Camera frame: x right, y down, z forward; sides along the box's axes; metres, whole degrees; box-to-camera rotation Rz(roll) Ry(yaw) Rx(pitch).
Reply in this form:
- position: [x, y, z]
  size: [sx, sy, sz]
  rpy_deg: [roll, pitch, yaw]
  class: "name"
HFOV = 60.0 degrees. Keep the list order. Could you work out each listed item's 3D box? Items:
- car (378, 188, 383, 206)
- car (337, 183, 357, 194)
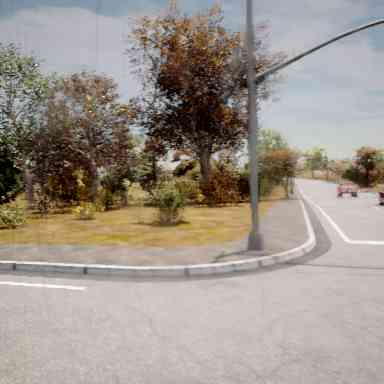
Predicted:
- position: [14.065, 0.234, 22.490]
  size: [1.882, 1.535, 5.008]
  rpy_deg: [-1, 1, 17]
  class: "car"
- position: [21.287, -0.417, 45.876]
  size: [2.150, 2.045, 5.566]
  rpy_deg: [-1, 0, 17]
  class: "car"
